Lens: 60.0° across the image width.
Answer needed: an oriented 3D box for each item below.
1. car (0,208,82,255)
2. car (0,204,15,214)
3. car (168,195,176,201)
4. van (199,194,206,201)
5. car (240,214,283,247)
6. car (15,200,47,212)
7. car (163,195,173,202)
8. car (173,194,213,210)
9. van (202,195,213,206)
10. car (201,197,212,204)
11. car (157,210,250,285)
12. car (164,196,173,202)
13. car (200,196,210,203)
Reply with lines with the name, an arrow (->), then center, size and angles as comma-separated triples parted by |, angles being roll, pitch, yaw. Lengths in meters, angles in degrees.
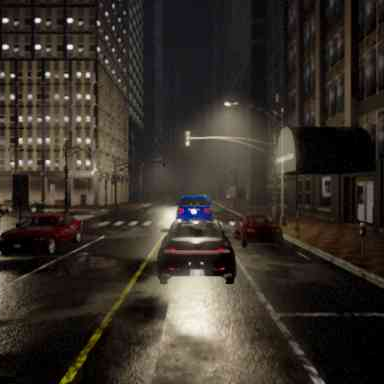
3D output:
car -> -5.813, 1.561, 13.306 | 1.887, 1.381, 4.507 | 0, 0, 0
car -> -18.584, 1.346, 28.657 | 5.009, 1.841, 2.192 | 0, 0, 1
car -> -5.615, 1.657, 92.457 | 1.947, 1.339, 4.313 | 0, 0, 0
van -> 2.760, 1.428, 86.752 | 1.690, 1.788, 3.998 | 0, 0, 0
car -> 2.827, 1.600, 14.675 | 1.802, 1.307, 4.206 | 0, 0, 0
car -> -18.490, 1.548, 37.038 | 4.403, 1.369, 2.008 | 0, 0, 1
car -> -5.629, 1.625, 75.366 | 1.887, 1.381, 4.507 | 0, 0, 0
car -> 0.116, 1.250, 21.909 | 2.150, 2.045, 5.566 | 0, 0, 0
van -> 2.735, 1.406, 58.269 | 1.690, 1.788, 3.998 | 0, 0, 0
car -> 2.741, 1.621, 63.965 | 2.008, 1.369, 4.403 | 0, 0, 0
car -> 0.109, 1.503, 9.481 | 2.128, 1.511, 4.902 | 0, 0, 0
car -> -5.624, 1.650, 81.063 | 1.947, 1.339, 4.313 | 0, 0, 0
car -> 2.746, 1.626, 69.662 | 2.008, 1.369, 4.403 | 0, 0, 0
